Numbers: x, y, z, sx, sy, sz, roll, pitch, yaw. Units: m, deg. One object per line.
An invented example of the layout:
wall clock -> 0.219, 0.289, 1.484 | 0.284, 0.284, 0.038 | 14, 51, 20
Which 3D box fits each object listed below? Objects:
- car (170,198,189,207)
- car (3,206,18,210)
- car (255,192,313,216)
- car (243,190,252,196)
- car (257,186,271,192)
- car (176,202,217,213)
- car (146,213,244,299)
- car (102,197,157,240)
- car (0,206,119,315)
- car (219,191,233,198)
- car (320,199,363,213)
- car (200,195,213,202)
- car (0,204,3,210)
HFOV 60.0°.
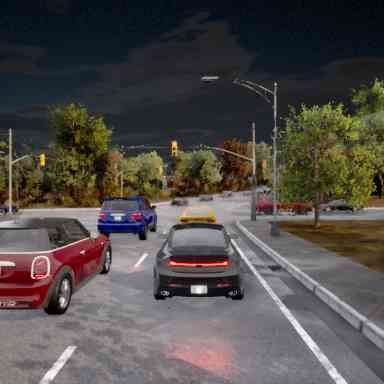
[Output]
car -> -1.965, 1.667, 54.762 | 2.033, 1.411, 5.357 | 0, 0, 15
car -> -21.189, 1.826, 35.611 | 4.718, 1.301, 1.895 | -1, 0, 3
car -> 9.299, 1.310, 33.680 | 5.566, 2.045, 2.150 | 0, 0, 10
car -> 14.590, 0.266, 84.288 | 1.994, 1.385, 4.181 | 0, 3, 33
car -> 17.911, 0.149, 83.010 | 1.882, 1.535, 5.008 | 0, 3, 33
car -> 0.340, 1.518, 17.804 | 1.882, 1.535, 5.008 | 0, 0, 2
car -> 0.150, 1.516, 8.425 | 1.837, 1.490, 4.892 | 0, 0, 1
car -> -3.189, 1.260, 17.321 | 2.150, 2.045, 5.566 | 0, 0, 2
car -> -3.356, 1.362, 7.758 | 2.097, 1.767, 4.553 | 0, 0, 1
car -> 8.211, 0.472, 80.266 | 2.097, 1.767, 4.553 | 0, 3, 28
car -> 16.368, 1.533, 36.977 | 4.902, 1.511, 2.128 | -1, 0, 4
car -> 3.041, 1.299, 69.430 | 1.994, 1.385, 4.181 | 0, 2, 21
car -> -21.534, 1.708, 32.121 | 4.902, 1.511, 2.128 | -1, 0, 4
